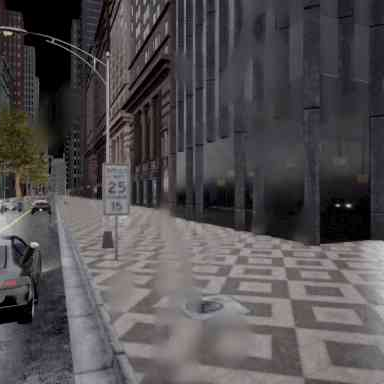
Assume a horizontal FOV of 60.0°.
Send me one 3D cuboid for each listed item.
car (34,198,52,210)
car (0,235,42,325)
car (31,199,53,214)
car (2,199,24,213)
[{"bbox_3d":[-20.124,1.597,45.195,2.033,1.411,5.357,0,0,-22],"label":"car"},{"bbox_3d":[-4.169,1.569,6.740,1.994,1.385,4.181,0,0,-23],"label":"car"},{"bbox_3d":[-16.084,1.535,35.597,1.837,1.490,4.892,0,0,-22],"label":"car"},{"bbox_3d":[-20.271,1.526,37.700,2.128,1.511,4.902,0,0,-22],"label":"car"}]
